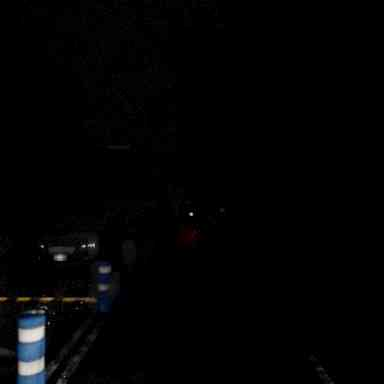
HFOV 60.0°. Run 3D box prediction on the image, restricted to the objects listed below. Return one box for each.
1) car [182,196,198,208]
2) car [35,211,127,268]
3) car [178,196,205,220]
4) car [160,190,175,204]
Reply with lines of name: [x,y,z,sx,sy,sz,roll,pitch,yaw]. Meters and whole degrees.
car: [-0.272,1.247,42.519,1.994,1.385,4.181,0,1,-1]
car: [-3.409,1.413,11.015,2.128,1.511,4.902,0,0,0]
car: [-0.068,1.327,26.112,1.837,1.490,4.892,0,0,0]
car: [-3.835,0.701,53.011,2.150,2.045,5.566,0,1,-1]
